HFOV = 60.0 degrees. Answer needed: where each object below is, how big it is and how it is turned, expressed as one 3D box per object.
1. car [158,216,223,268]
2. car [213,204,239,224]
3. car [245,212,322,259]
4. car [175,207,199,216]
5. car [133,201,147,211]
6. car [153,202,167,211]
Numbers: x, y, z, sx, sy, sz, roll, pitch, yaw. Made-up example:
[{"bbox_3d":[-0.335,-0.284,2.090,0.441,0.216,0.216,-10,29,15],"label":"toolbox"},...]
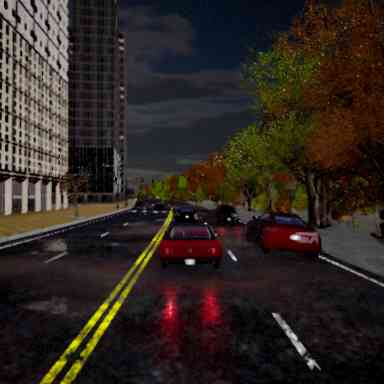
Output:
[{"bbox_3d":[-0.060,1.749,11.768,1.895,1.301,4.718,0,-1,0],"label":"car"},{"bbox_3d":[2.855,1.765,28.105,1.812,1.442,4.674,3,5,-1],"label":"car"},{"bbox_3d":[3.285,1.463,12.600,1.994,1.385,4.181,6,-1,0],"label":"car"},{"bbox_3d":[-0.422,1.914,27.739,1.994,1.385,4.181,0,-1,-1],"label":"car"},{"bbox_3d":[-8.169,2.175,52.716,1.837,1.490,4.892,0,-1,-3],"label":"car"},{"bbox_3d":[-4.822,2.209,50.898,1.994,1.385,4.181,0,-1,-3],"label":"car"}]
